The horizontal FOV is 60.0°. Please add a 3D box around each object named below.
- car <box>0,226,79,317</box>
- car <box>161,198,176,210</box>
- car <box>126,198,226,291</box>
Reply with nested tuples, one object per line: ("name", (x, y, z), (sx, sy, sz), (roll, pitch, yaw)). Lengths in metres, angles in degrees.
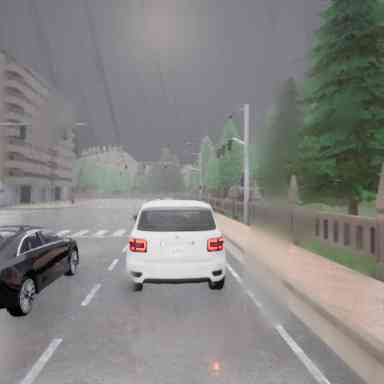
("car", (-3.966, 1.490, 7.390), (2.128, 1.511, 4.902), (0, 0, -3))
("car", (-3.136, 1.520, 44.406), (1.812, 1.442, 4.674), (0, 0, -4))
("car", (-0.473, 1.220, 9.169), (2.150, 2.045, 5.566), (0, 0, -4))
